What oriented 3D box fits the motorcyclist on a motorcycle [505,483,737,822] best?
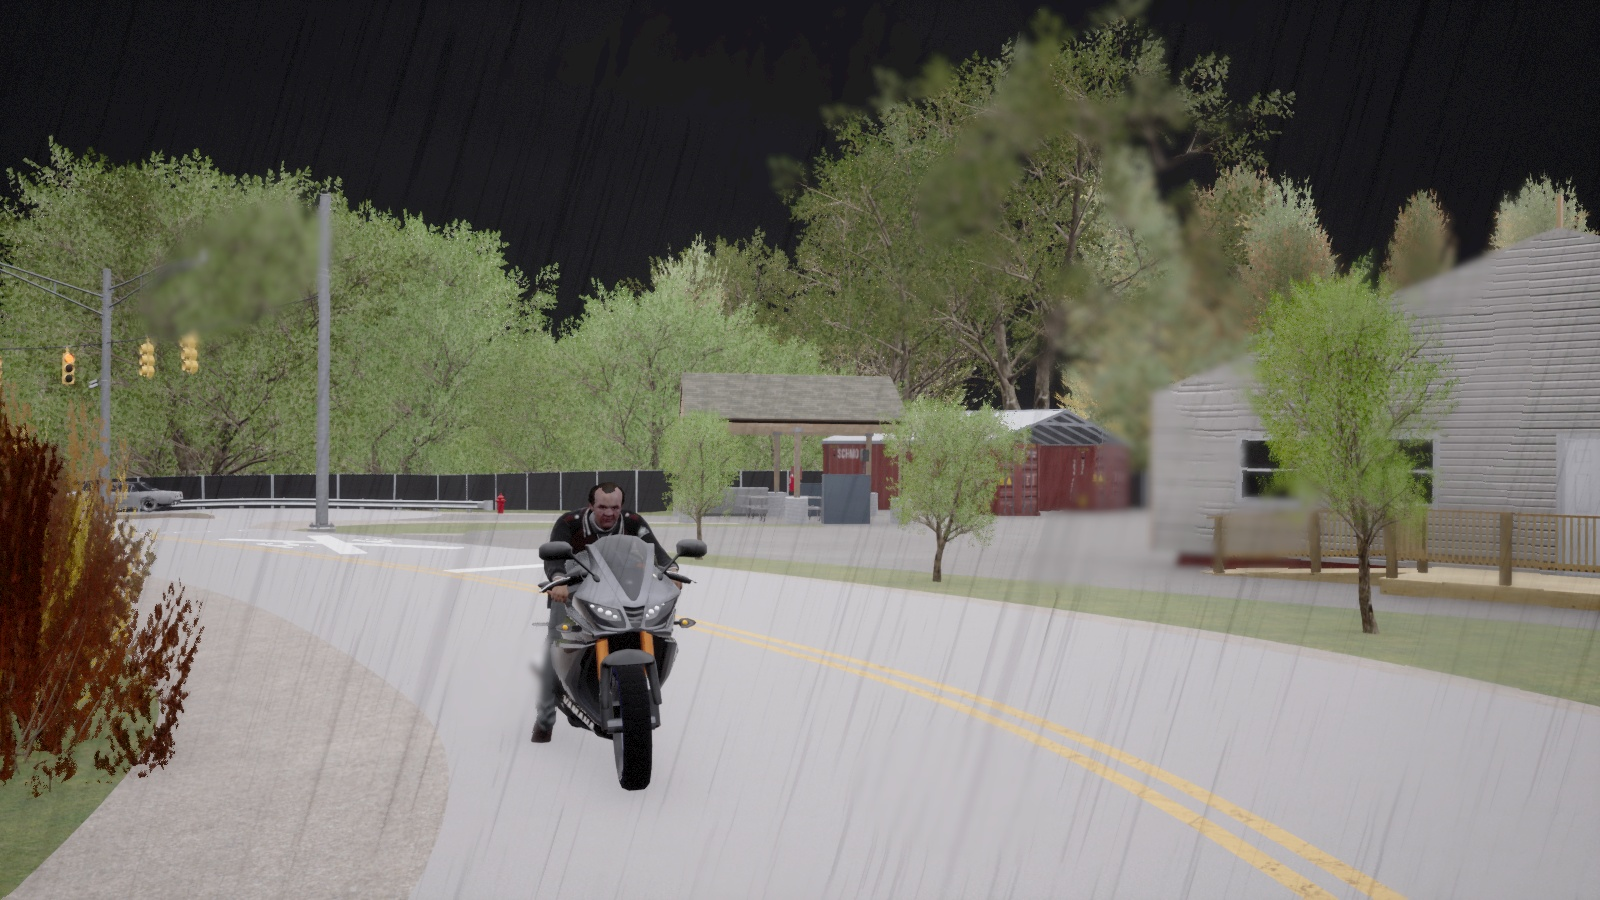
[{"bbox_3d":[-1.077,0.965,6.969,0.866,1.530,2.191,0,-1,-19],"label":"motorcyclist on a motorcycle"}]

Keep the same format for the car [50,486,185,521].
[{"bbox_3d":[-28.877,2.247,53.311,4.718,1.301,1.895,-1,-1,-16],"label":"car"}]
